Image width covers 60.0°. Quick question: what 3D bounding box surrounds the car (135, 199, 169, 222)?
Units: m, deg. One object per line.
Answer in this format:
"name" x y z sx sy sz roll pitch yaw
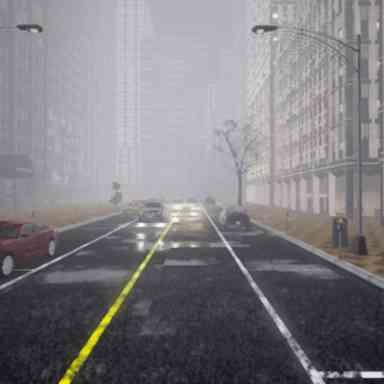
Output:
"car" -3.100 1.531 26.760 1.812 1.442 4.674 0 0 0

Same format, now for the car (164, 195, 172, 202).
"car" -5.684 1.445 66.663 1.967 1.590 4.097 1 0 0

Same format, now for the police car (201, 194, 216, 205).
"police car" 2.997 1.432 57.106 1.930 1.638 5.238 0 0 0

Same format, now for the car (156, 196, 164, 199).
"car" -5.685 1.572 49.735 1.947 1.339 4.313 1 0 0

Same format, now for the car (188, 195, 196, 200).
"car" -0.003 1.370 85.657 1.994 1.385 4.181 0 0 0

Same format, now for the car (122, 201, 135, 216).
"car" -5.683 1.531 32.637 1.752 1.417 4.829 1 0 0

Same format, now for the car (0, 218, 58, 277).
"car" -5.682 1.547 10.235 1.887 1.381 4.507 1 0 0

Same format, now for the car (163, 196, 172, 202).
"car" -5.686 1.569 77.949 1.947 1.339 4.313 1 0 0

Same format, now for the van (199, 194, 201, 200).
"van" 2.697 1.343 89.228 1.690 1.788 3.998 1 0 0

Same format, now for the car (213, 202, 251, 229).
"car" 2.698 1.556 21.533 2.008 1.369 4.403 1 0 0

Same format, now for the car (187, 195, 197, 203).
"car" -0.003 1.487 70.026 1.994 1.385 4.181 0 0 0

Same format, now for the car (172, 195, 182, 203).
"car" -3.004 1.537 68.836 2.033 1.411 5.357 0 0 0

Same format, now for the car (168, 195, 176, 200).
"car" -5.687 1.566 94.877 1.947 1.339 4.313 1 0 0

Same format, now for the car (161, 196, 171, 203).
"car" -5.686 1.586 72.306 1.802 1.307 4.206 1 0 0
